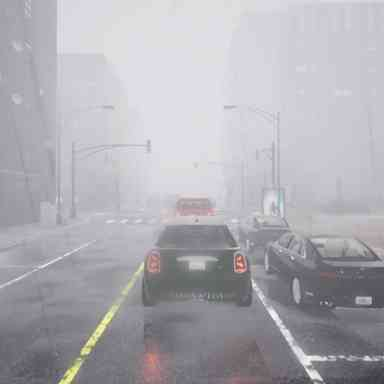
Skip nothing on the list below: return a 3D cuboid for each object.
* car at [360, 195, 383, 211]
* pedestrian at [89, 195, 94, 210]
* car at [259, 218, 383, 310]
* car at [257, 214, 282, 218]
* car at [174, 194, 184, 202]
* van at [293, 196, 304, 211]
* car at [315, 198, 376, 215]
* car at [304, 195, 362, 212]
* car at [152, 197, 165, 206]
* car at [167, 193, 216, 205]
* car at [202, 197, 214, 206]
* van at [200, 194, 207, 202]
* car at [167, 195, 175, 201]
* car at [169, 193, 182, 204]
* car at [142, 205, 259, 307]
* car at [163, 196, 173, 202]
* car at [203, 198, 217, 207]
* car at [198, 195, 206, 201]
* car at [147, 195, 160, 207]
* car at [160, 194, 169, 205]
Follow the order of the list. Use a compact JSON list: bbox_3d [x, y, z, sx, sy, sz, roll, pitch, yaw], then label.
[{"bbox_3d":[19.290,1.226,38.198,5.009,1.841,2.192,0,0,0],"label":"car"},{"bbox_3d":[-12.529,1.346,41.381,0.375,1.860,0.375,0,0,0],"label":"pedestrian"},{"bbox_3d":[2.831,1.553,7.654,2.008,1.369,4.403,1,0,0],"label":"car"},{"bbox_3d":[2.830,1.554,13.224,2.008,1.369,4.403,1,0,0],"label":"car"},{"bbox_3d":[-3.002,1.383,77.786,2.097,1.767,4.553,0,0,0],"label":"car"},{"bbox_3d":[13.763,1.295,38.237,3.998,1.788,1.690,0,0,0],"label":"van"},{"bbox_3d":[13.703,1.412,29.856,4.206,1.307,1.802,0,0,0],"label":"car"},{"bbox_3d":[14.997,1.411,35.645,4.892,1.490,1.837,-1,-1,0],"label":"car"},{"bbox_3d":[-5.680,1.564,57.028,1.887,1.381,4.507,1,0,0],"label":"car"},{"bbox_3d":[0.087,1.227,17.622,2.150,2.045,5.566,0,0,0],"label":"car"},{"bbox_3d":[2.700,1.601,56.988,1.802,1.307,4.206,1,0,0],"label":"car"},{"bbox_3d":[2.703,1.370,79.274,1.690,1.788,3.998,1,0,0],"label":"van"},{"bbox_3d":[-5.681,1.600,90.454,1.947,1.339,4.313,1,0,0],"label":"car"},{"bbox_3d":[-3.051,1.246,63.515,2.150,2.045,5.566,0,0,1],"label":"car"},{"bbox_3d":[0.100,1.354,8.152,2.097,1.767,4.553,0,0,0],"label":"car"},{"bbox_3d":[-5.680,1.595,79.312,1.947,1.339,4.313,1,0,0],"label":"car"},{"bbox_3d":[2.700,1.583,51.417,1.947,1.339,4.313,1,0,0],"label":"car"},{"bbox_3d":[2.700,1.579,90.414,1.887,1.381,4.507,1,0,0],"label":"car"},{"bbox_3d":[-5.676,1.332,51.457,2.192,1.841,5.009,1,0,0],"label":"car"},{"bbox_3d":[-2.916,1.237,46.217,2.150,2.045,5.566,0,0,-3],"label":"car"}]
